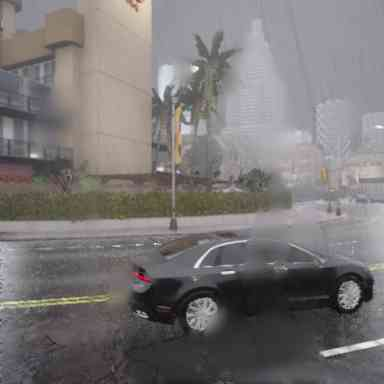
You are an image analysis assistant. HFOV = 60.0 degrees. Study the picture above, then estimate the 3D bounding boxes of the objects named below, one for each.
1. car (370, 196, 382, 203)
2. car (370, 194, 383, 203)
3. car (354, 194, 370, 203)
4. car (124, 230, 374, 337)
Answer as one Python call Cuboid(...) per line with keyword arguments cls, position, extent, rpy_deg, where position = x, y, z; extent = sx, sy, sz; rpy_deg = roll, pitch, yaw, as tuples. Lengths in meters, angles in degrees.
Cuboid(cls="car", position=(42.873, 1.635, 77.615), extent=(2.128, 1.511, 4.902), rpy_deg=(0, 0, 27))
Cuboid(cls="car", position=(38.666, 1.650, 69.275), extent=(1.994, 1.385, 4.181), rpy_deg=(0, 0, 27))
Cuboid(cls="car", position=(36.778, 1.583, 71.972), extent=(2.097, 1.535, 5.008), rpy_deg=(0, 0, 26))
Cuboid(cls="car", position=(1.186, 1.516, 6.452), extent=(4.892, 1.490, 1.837), rpy_deg=(0, 0, -18))
